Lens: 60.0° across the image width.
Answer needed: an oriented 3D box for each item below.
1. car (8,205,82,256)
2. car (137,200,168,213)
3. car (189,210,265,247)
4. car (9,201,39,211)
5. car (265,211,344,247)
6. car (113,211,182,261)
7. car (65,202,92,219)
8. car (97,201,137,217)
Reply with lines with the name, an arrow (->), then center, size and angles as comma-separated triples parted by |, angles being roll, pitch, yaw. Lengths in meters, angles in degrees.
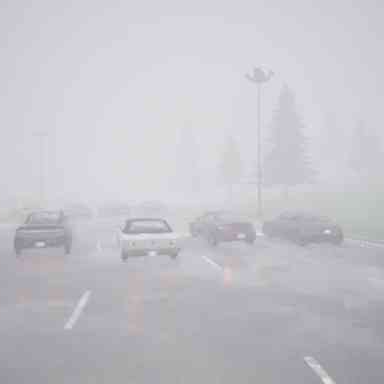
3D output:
car -> -5.694, 1.502, 13.237 | 2.128, 1.511, 4.902 | 0, 0, -17
car -> -4.099, 1.529, 32.757 | 1.812, 1.442, 4.674 | 0, 0, -36
car -> 1.269, 1.520, 15.051 | 1.812, 1.442, 4.674 | 0, 0, -16
car -> -14.039, 1.504, 28.089 | 1.882, 1.535, 5.008 | 0, 0, -40
car -> 4.864, 1.550, 15.171 | 1.994, 1.385, 4.181 | 0, 0, -15
car -> -1.773, 1.603, 12.351 | 1.895, 1.301, 4.718 | 0, 0, -15
car -> -10.295, 1.582, 28.995 | 1.994, 1.385, 4.181 | 0, 0, -39
car -> -7.270, 1.536, 31.168 | 1.812, 1.442, 4.674 | 0, 0, -37
